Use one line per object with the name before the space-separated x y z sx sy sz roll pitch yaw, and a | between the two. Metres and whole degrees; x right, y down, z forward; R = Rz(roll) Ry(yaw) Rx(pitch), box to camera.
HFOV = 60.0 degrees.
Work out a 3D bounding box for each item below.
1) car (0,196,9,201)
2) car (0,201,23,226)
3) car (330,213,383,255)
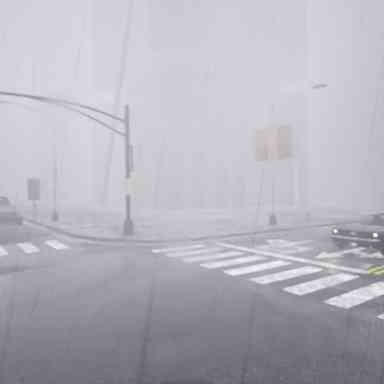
car | -15.533 1.237 26.207 2.192 1.841 5.009 -1 1 -36
car | -12.186 1.511 21.668 1.802 1.307 4.206 -1 1 -36
car | 7.490 1.518 13.017 4.718 1.301 1.895 0 0 -36
